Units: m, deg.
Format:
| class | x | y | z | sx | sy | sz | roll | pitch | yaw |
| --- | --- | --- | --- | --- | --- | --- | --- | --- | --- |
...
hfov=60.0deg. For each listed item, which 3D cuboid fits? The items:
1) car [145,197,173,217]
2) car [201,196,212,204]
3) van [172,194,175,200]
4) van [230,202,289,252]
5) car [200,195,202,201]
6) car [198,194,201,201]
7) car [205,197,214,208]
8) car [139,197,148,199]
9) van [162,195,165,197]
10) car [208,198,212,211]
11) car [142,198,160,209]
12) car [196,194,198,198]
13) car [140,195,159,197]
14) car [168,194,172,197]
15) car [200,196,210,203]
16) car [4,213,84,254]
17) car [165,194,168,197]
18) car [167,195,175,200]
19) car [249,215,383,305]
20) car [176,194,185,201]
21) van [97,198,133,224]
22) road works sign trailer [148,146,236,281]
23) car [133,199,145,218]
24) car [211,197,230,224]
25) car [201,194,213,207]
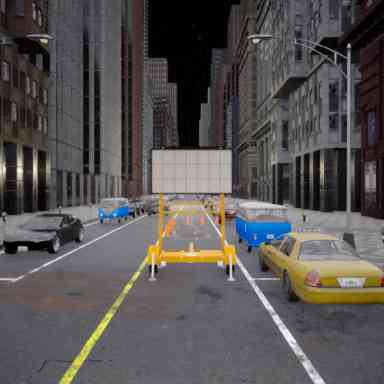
| class | x | y | z | sx | sy | sz | roll | pitch | yaw |
| --- | --- | --- | --- | --- | --- | --- | --- | --- | --- |
| car | -3.110 | 1.508 | 31.678 | 1.837 | 1.490 | 4.892 | 0 | 0 | 0 |
| car | 2.736 | 1.553 | 64.259 | 1.887 | 1.381 | 4.507 | 0 | 0 | 0 |
| van | -5.796 | 1.353 | 81.156 | 1.690 | 1.788 | 3.998 | 0 | 0 | 0 |
| van | 2.754 | 1.342 | 13.531 | 1.690 | 1.788 | 3.998 | 0 | 0 | 0 |
| car | 2.741 | 1.573 | 52.985 | 1.947 | 1.339 | 4.313 | 0 | 0 | 0 |
| car | 2.738 | 1.323 | 58.622 | 2.192 | 1.841 | 5.009 | 0 | 0 | 0 |
| car | 2.747 | 1.555 | 36.077 | 2.008 | 1.369 | 4.403 | 0 | 0 | 0 |
| car | -5.778 | 1.570 | 36.063 | 1.947 | 1.339 | 4.313 | 0 | 0 | 0 |
| van | -5.785 | 1.348 | 52.973 | 1.690 | 1.788 | 3.998 | 0 | 0 | 0 |
| car | 2.749 | 1.528 | 30.610 | 1.752 | 1.417 | 4.829 | 0 | 0 | 0 |
| car | -5.782 | 1.550 | 47.336 | 1.887 | 1.381 | 4.507 | 0 | 0 | 0 |
| car | 2.730 | 1.452 | 81.167 | 1.967 | 1.590 | 4.097 | 0 | 0 | 0 |
| car | -5.781 | 1.320 | 41.699 | 2.192 | 1.841 | 5.009 | 0 | 0 | 0 |
| car | -5.791 | 1.450 | 69.883 | 1.967 | 1.590 | 4.097 | 0 | 0 | 0 |
| car | 2.734 | 1.576 | 69.895 | 1.947 | 1.339 | 4.313 | 0 | 0 | 0 |
| car | -5.770 | 1.566 | 13.516 | 1.947 | 1.339 | 4.313 | 0 | 0 | 0 |
| car | -5.787 | 1.448 | 58.610 | 1.967 | 1.590 | 4.097 | 0 | 0 | 0 |
| car | -5.799 | 1.568 | 92.429 | 2.008 | 1.369 | 4.403 | 0 | 0 | 0 |
| car | 2.757 | 1.525 | 8.065 | 1.752 | 1.417 | 4.829 | 0 | 0 | 0 |
| car | -3.033 | 1.542 | 89.845 | 1.812 | 1.442 | 4.674 | 0 | 0 | 0 |
| van | -5.775 | 1.343 | 24.789 | 1.690 | 1.788 | 3.998 | 0 | 0 | 0 |
| road works sign trailer | -0.004 | 0.464 | 9.846 | 2.380 | 3.560 | 2.880 | 0 | 0 | 0 |
| car | -5.776 | 1.569 | 30.426 | 1.947 | 1.339 | 4.313 | 0 | 0 | 0 |
| car | 2.750 | 1.442 | 24.804 | 1.967 | 1.590 | 4.097 | 0 | 0 | 0 |
| car | 2.742 | 1.446 | 47.349 | 1.967 | 1.590 | 4.097 | 0 | 0 | 0 |
